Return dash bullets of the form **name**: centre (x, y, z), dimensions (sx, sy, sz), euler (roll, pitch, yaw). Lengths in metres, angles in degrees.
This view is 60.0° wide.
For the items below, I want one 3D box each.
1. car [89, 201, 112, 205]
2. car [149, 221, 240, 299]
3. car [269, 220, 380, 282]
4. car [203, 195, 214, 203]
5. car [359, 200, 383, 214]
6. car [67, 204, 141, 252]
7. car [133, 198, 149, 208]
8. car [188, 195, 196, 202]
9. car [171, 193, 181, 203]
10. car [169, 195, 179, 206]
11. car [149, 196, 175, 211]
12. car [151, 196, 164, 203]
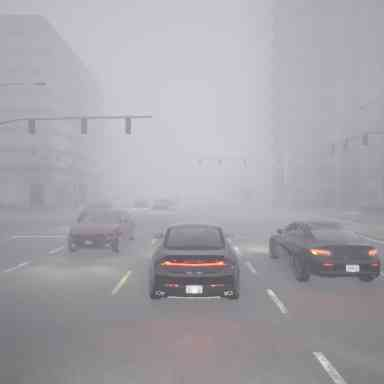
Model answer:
- **car**: centre (-7.091, 1.480, 25.510), dimensions (1.882, 1.535, 5.008), euler (0, 0, 0)
- **car**: centre (0.061, 1.506, 8.408), dimensions (1.837, 1.490, 4.892), euler (0, 0, 0)
- **car**: centre (3.567, 1.527, 9.663), dimensions (1.812, 1.442, 4.674), euler (0, 0, 0)
- **car**: centre (3.567, 1.509, 71.150), dimensions (1.837, 1.490, 4.892), euler (0, 0, 0)
- **car**: centre (20.858, 1.551, 35.519), dimensions (5.357, 1.411, 2.033), euler (0, 0, 1)
- **car**: centre (-3.595, 1.479, 14.028), dimensions (1.882, 1.535, 5.008), euler (0, 0, 0)
- **car**: centre (-7.083, 1.568, 47.115), dimensions (1.994, 1.385, 4.181), euler (0, 0, 0)
- **car**: centre (0.025, 1.372, 73.915), dimensions (2.128, 1.511, 4.902), euler (0, 0, 0)
- **car**: centre (-3.476, 1.227, 69.600), dimensions (2.150, 2.045, 5.566), euler (0, 0, 0)
- **car**: centre (-3.571, 1.569, 54.370), dimensions (1.994, 1.385, 4.181), euler (0, 0, 0)
- **car**: centre (-3.586, 1.552, 40.171), dimensions (2.033, 1.411, 5.357), euler (0, 0, 0)
- **car**: centre (-6.987, 1.555, 68.226), dimensions (2.033, 1.411, 5.357), euler (0, 0, 0)
